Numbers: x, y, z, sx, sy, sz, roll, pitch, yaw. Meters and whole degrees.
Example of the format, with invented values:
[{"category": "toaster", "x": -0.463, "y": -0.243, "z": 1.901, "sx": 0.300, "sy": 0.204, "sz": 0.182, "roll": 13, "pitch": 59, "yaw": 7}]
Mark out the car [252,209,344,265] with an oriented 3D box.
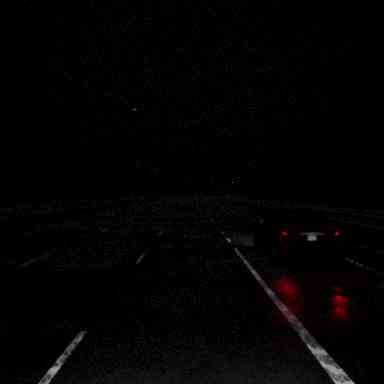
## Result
[{"category": "car", "x": 3.529, "y": 1.380, "z": 11.940, "sx": 2.097, "sy": 1.767, "sz": 4.553, "roll": 0, "pitch": 0, "yaw": 0}]
